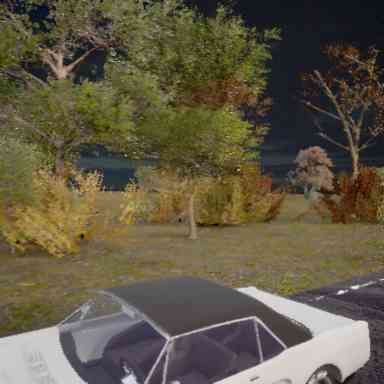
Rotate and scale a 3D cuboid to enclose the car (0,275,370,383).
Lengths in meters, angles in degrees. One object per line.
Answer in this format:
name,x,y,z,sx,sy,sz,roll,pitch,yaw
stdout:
car,-0.456,1.605,3.008,4.718,1.301,1.895,0,0,-36
